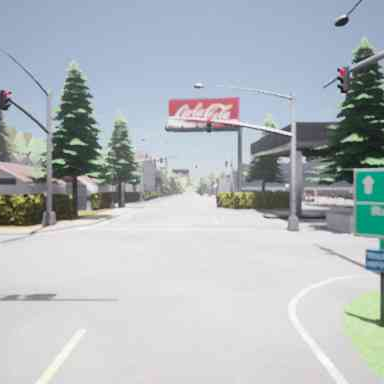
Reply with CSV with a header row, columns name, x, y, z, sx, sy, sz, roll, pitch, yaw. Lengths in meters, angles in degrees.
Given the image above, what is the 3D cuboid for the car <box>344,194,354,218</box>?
name,x,y,z,sx,sy,sz,roll,pitch,yaw
car,14.349,1.336,25.687,3.866,1.878,1.905,0,0,0

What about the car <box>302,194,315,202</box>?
name,x,y,z,sx,sy,sz,roll,pitch,yaw
car,22.453,1.128,64.759,1.970,1.475,3.806,0,0,0

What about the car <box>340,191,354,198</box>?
name,x,y,z,sx,sy,sz,roll,pitch,yaw
car,34.850,1.014,72.560,2.007,1.523,4.514,0,0,0
